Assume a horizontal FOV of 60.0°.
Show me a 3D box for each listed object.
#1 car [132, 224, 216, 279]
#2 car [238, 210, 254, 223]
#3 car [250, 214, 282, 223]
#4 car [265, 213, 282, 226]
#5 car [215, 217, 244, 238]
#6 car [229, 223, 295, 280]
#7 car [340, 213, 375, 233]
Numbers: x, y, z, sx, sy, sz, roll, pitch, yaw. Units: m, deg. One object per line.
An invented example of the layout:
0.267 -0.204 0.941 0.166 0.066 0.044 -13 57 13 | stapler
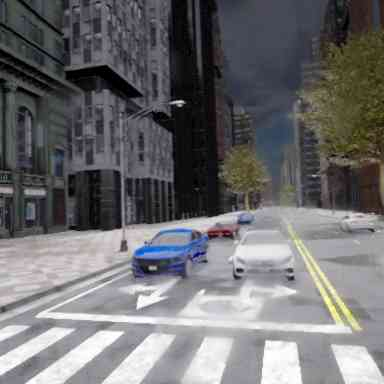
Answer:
-0.597 2.173 12.670 1.882 1.535 5.008 -3 -3 14 | car
6.858 3.400 41.583 1.882 1.535 5.008 -3 -3 15 | car
5.266 2.492 22.472 1.837 1.490 4.892 -3 -3 14 | car
10.127 3.385 41.220 1.895 1.301 4.718 -3 -3 15 | car
2.443 2.799 24.519 1.895 1.301 4.718 -3 -3 14 | car
2.539 2.061 11.802 1.812 1.442 4.674 -3 -3 12 | car
13.111 2.440 26.547 1.812 1.442 4.674 -3 -3 14 | car
